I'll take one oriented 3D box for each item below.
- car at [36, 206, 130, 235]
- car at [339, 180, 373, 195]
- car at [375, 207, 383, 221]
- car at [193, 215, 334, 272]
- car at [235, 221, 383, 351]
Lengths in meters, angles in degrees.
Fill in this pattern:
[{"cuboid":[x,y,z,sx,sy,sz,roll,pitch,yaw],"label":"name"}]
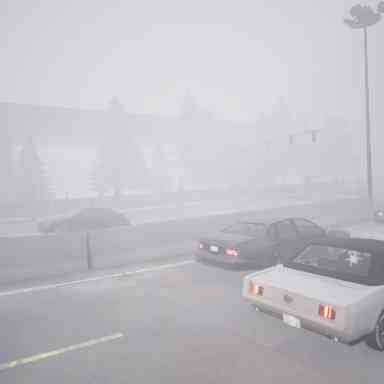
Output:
[{"cuboid":[-5.532,1.464,17.264,4.674,1.442,1.812,-2,1,-36],"label":"car"},{"cuboid":[19.559,-0.592,39.644,4.553,1.767,2.097,-4,2,-36],"label":"car"},{"cuboid":[10.749,0.868,15.796,5.357,1.411,2.033,-4,2,-36],"label":"car"},{"cuboid":[2.601,1.400,9.932,5.357,1.411,2.033,-3,1,-36],"label":"car"},{"cuboid":[3.236,1.506,6.081,4.718,1.301,1.895,-2,1,-36],"label":"car"}]
